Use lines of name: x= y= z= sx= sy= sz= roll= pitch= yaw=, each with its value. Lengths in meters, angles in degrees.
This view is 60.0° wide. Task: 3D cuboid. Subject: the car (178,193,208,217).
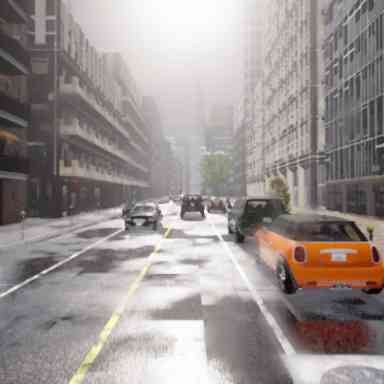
car: x=0.079 y=1.184 z=31.408 sx=2.150 sy=2.045 sz=5.566 roll=0 pitch=0 yaw=1

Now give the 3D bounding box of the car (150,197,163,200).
car: x=-5.251 y=1.500 z=42.342 sx=2.008 sy=1.369 sz=4.403 roll=1 pitch=0 yaw=0

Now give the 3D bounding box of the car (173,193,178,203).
car: x=-2.708 y=1.481 z=65.242 sx=1.812 sy=1.442 sz=4.674 roll=0 pitch=0 yaw=0

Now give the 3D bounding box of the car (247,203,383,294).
car: x=2.993 y=1.341 z=8.902 sx=2.097 sy=1.767 sz=4.553 roll=0 pitch=0 yaw=0

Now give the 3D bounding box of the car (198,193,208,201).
car: x=2.666 y=1.231 z=81.785 sx=2.192 sy=1.841 sz=5.009 roll=1 pitch=0 yaw=0

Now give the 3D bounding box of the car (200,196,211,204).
car: x=2.617 y=1.479 z=64.830 sx=2.008 sy=1.369 sz=4.403 roll=1 pitch=0 yaw=0

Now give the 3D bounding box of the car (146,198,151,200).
car: x=-5.294 y=1.528 z=31.049 sx=1.947 sy=1.339 sz=4.313 roll=1 pitch=0 yaw=0

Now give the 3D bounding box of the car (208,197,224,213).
car: x=2.600 y=1.396 z=36.568 sx=1.967 sy=1.590 sz=4.097 roll=1 pitch=0 yaw=0

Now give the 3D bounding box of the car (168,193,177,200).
car: x=-5.379 y=1.225 z=93.161 sx=2.192 sy=1.841 sz=5.009 roll=1 pitch=0 yaw=0

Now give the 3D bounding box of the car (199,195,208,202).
car: x=2.626 y=1.465 z=76.133 sx=1.887 sy=1.381 sz=4.507 roll=1 pitch=0 yaw=0

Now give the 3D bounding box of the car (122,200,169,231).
car: x=-2.837 y=1.466 z=20.297 sx=2.128 sy=1.511 sz=4.902 roll=0 pitch=0 yaw=0

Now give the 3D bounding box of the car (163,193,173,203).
car: x=-5.230 y=1.454 z=64.758 sx=1.752 sy=1.417 sz=4.829 roll=1 pitch=0 yaw=0

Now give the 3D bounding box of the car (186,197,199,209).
car: x=0.077 y=1.450 z=46.817 sx=1.837 sy=1.490 sz=4.892 roll=0 pitch=0 yaw=1

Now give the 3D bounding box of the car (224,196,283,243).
car: x=2.991 y=1.208 z=15.963 sx=2.150 sy=2.045 sz=5.566 roll=0 pitch=0 yaw=0
